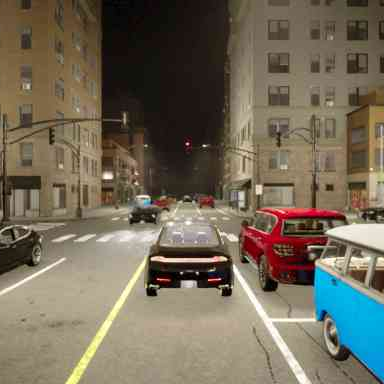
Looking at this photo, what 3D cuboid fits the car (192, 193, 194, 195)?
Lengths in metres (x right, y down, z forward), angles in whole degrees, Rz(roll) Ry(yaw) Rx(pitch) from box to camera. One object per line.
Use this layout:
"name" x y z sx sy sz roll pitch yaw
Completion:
"car" 1.650 1.305 67.865 2.192 1.841 5.009 0 0 -1

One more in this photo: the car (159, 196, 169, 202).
"car" -6.600 1.538 78.548 2.008 1.369 4.403 0 0 -1

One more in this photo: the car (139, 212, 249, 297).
"car" -0.061 1.491 8.578 2.128 1.511 4.902 0 0 0

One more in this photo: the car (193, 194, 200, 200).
"car" 1.205 1.424 94.891 1.967 1.590 4.097 0 0 -1

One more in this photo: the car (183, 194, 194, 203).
"car" -0.910 1.591 66.522 1.895 1.301 4.718 0 0 -1

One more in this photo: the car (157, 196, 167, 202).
"car" -6.514 1.514 72.974 1.752 1.417 4.829 0 0 -1

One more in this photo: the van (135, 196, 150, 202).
"van" -6.021 1.337 40.709 1.690 1.788 3.998 0 0 -1

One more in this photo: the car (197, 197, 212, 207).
"car" 1.917 1.544 51.648 2.008 1.369 4.403 0 0 -1

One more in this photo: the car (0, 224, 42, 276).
"car" -5.504 1.566 8.749 1.947 1.339 4.313 0 0 -1

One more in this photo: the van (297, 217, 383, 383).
"van" 2.606 1.341 3.364 1.690 1.788 3.998 0 0 -1

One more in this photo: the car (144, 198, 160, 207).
"car" -6.186 1.559 51.520 1.947 1.339 4.313 0 0 -1

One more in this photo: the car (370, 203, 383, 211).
"car" 14.523 1.419 23.937 4.902 1.511 2.128 0 0 -1

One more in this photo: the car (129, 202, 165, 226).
"car" -3.195 1.603 23.319 1.895 1.301 4.718 0 0 -1

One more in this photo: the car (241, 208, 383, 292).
"car" 2.520 1.315 8.875 2.192 1.841 5.009 0 0 -1

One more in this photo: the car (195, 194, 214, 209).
"car" 2.006 1.310 46.242 2.192 1.841 5.009 0 0 -1

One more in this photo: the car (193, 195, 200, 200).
"car" 1.291 1.510 89.656 1.752 1.417 4.829 0 0 -1

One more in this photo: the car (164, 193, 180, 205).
"car" -3.708 1.344 57.562 2.097 1.767 4.553 0 0 -1

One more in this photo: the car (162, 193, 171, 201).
"car" -6.765 1.300 89.360 2.192 1.841 5.009 0 0 -1

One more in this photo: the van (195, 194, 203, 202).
"van" 1.561 1.330 73.270 1.690 1.788 3.998 0 0 -1

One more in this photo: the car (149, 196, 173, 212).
"car" -3.417 1.522 37.665 1.812 1.442 4.674 0 0 -1
